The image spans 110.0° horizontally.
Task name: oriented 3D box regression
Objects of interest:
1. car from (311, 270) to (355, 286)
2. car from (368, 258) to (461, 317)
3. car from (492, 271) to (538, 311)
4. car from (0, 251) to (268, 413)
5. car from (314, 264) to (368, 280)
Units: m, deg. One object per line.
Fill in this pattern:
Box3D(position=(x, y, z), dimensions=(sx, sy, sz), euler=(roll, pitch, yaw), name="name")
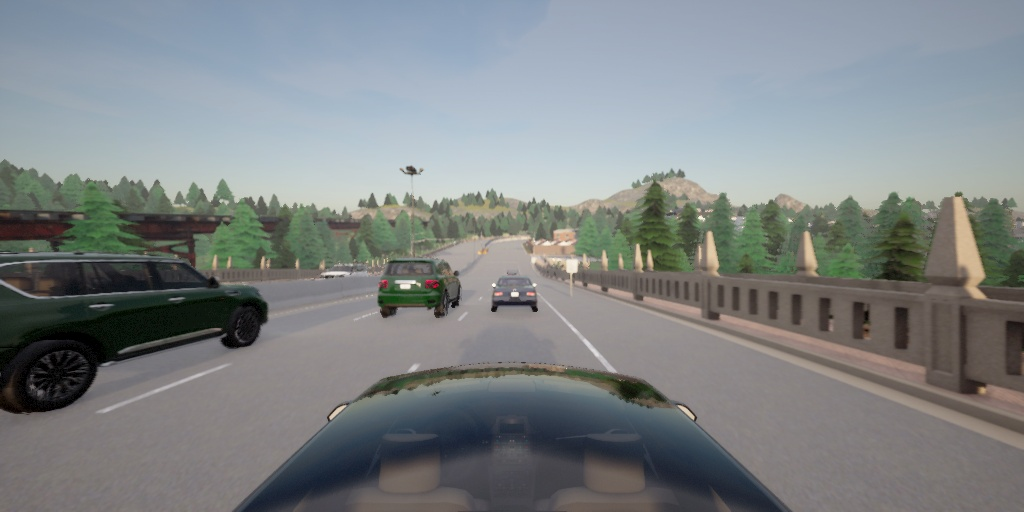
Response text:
Box3D(position=(-17.502, 2.106, 35.368), dimensions=(1.882, 1.535, 5.008), euler=(0, -2, 0), name="car")
Box3D(position=(-3.400, 1.155, 14.108), dimensions=(2.150, 2.045, 5.566), euler=(0, -2, 0), name="car")
Box3D(position=(0.099, 1.539, 15.668), dimensions=(2.033, 1.411, 5.357), euler=(0, -2, 0), name="car")
Box3D(position=(-6.900, 0.963, 6.161), dimensions=(2.150, 2.045, 5.566), euler=(0, 0, 0), name="car")
Box3D(position=(-14.002, 1.681, 30.223), dimensions=(2.150, 2.045, 5.566), euler=(0, -2, 0), name="car")
